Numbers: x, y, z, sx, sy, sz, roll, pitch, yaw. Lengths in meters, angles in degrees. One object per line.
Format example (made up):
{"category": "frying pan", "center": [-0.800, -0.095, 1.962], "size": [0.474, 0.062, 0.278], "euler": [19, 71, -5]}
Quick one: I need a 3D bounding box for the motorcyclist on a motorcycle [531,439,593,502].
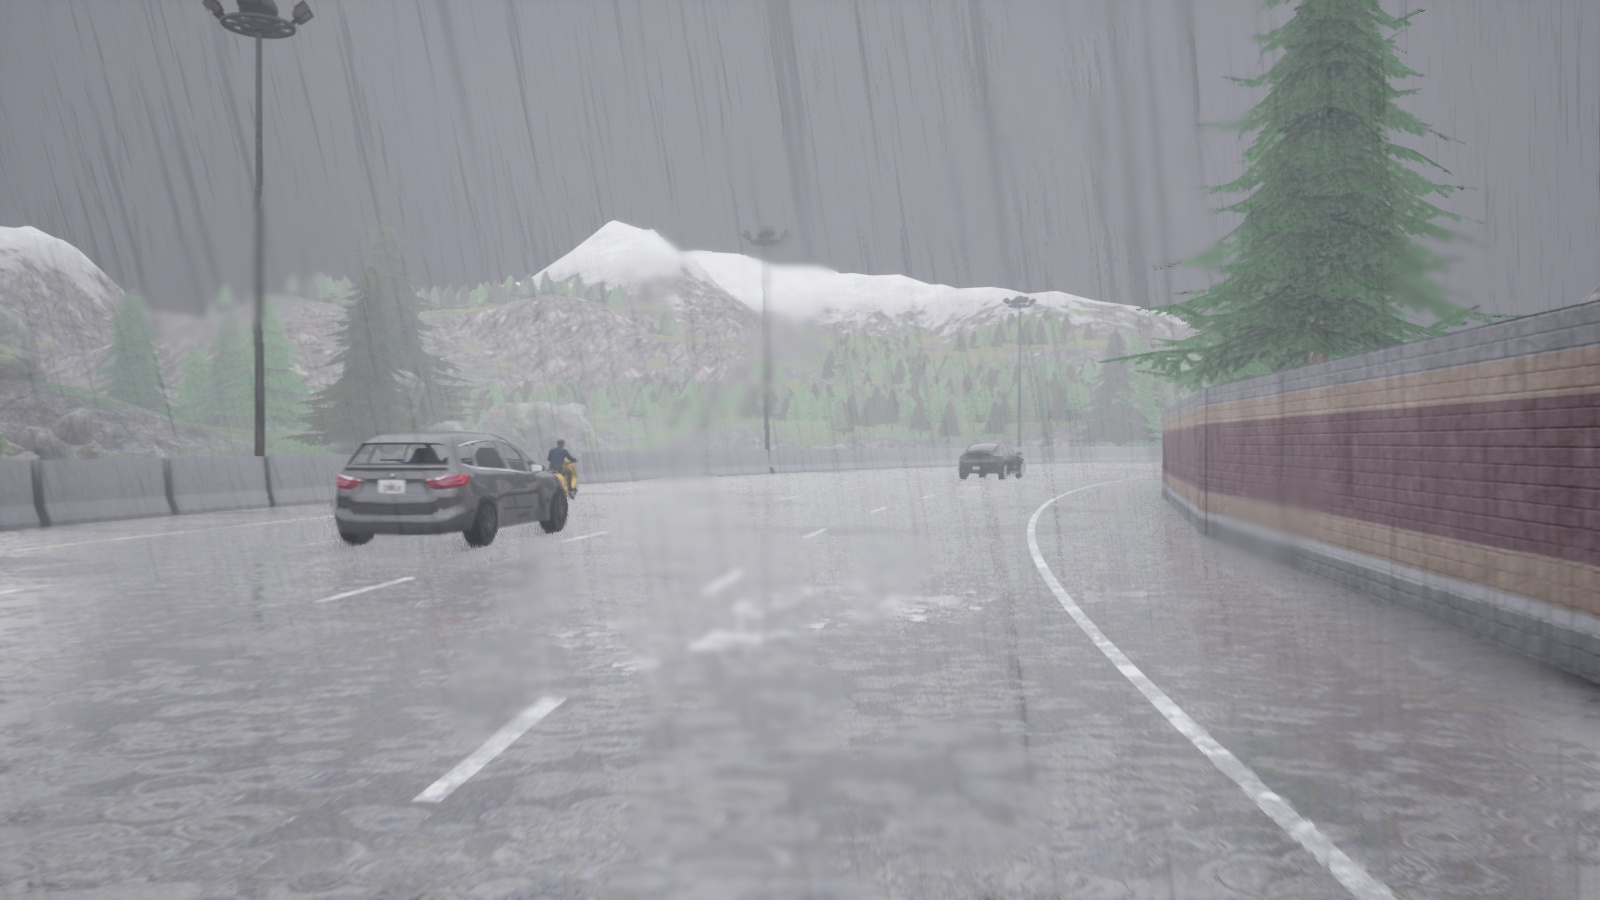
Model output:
{"category": "motorcyclist on a motorcycle", "center": [-6.134, 0.509, 32.483], "size": [0.866, 1.590, 1.817], "euler": [1, 1, 14]}

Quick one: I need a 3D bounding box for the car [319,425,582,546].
{"category": "car", "center": [-5.260, 0.473, 19.706], "size": [2.242, 1.667, 4.611], "euler": [0, 0, 9]}

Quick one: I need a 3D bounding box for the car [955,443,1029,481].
{"category": "car", "center": [8.022, 0.467, 52.148], "size": [1.837, 1.490, 4.892], "euler": [0, 0, 24]}
